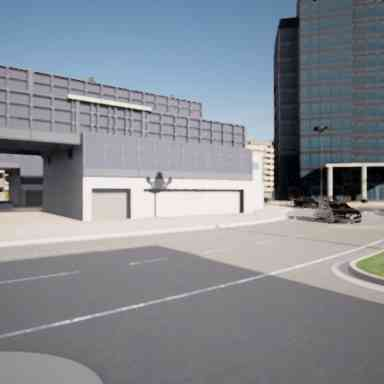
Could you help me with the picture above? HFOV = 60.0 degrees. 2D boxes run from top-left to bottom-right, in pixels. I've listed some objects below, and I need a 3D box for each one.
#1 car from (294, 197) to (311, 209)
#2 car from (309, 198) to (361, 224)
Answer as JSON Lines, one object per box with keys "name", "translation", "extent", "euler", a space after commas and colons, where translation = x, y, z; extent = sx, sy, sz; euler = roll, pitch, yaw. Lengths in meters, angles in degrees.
{"name": "car", "translation": [15.397, 1.434, 44.999], "extent": [1.837, 1.490, 4.892], "euler": [1, 0, -6]}
{"name": "car", "translation": [10.596, 1.463, 24.530], "extent": [1.837, 1.490, 4.892], "euler": [-1, 0, 0]}
